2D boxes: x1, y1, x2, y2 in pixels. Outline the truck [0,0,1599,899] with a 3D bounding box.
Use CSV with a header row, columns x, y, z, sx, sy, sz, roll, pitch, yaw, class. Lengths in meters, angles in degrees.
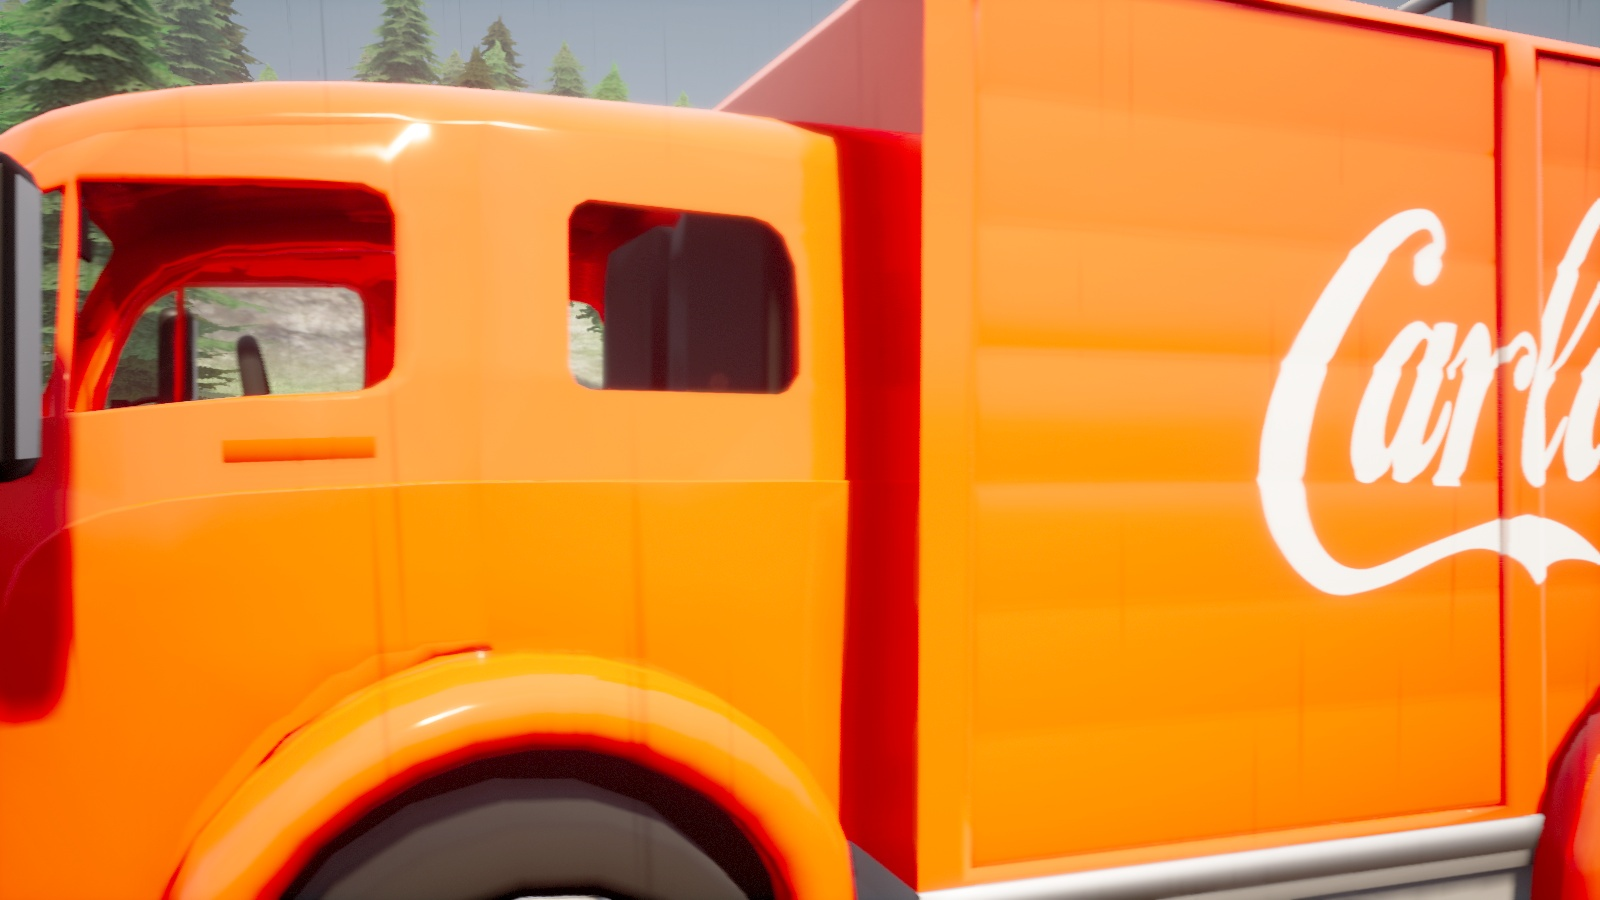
x,y,z,sx,sy,sz,roll,pitch,yaw,class
0.570,0.245,3.455,5.204,2.467,2.627,-1,1,-21,truck
